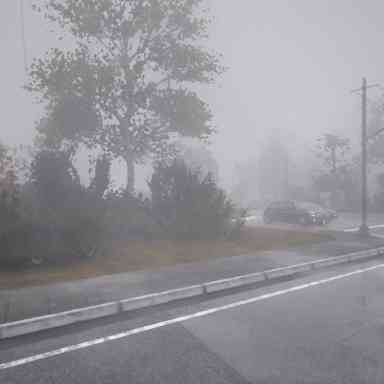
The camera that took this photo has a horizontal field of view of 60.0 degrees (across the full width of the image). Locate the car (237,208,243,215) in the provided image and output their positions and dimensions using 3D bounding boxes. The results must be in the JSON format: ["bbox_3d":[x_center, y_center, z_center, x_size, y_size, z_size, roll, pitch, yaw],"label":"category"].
[{"bbox_3d":[3.501,1.781,33.716,1.994,1.385,4.181,0,-1,-42],"label":"car"}]

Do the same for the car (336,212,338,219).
[{"bbox_3d":[9.212,1.594,26.889,1.837,1.490,4.892,0,-1,-42],"label":"car"}]

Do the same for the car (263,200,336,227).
[{"bbox_3d":[7.313,1.426,23.643,2.097,1.767,4.553,0,-1,-38],"label":"car"}]
